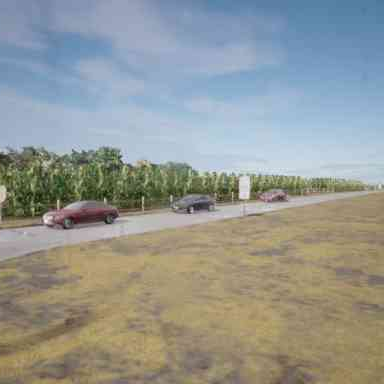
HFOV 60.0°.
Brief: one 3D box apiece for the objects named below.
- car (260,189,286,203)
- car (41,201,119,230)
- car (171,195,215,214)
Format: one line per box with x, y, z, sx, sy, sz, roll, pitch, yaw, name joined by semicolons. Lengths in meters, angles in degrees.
10.547;0.472;43.240;2.097;1.767;4.553;1;2;36;car
-6.419;1.259;19.604;1.812;1.442;4.674;1;2;36;car
0.143;1.026;28.771;1.837;1.490;4.892;1;2;36;car
